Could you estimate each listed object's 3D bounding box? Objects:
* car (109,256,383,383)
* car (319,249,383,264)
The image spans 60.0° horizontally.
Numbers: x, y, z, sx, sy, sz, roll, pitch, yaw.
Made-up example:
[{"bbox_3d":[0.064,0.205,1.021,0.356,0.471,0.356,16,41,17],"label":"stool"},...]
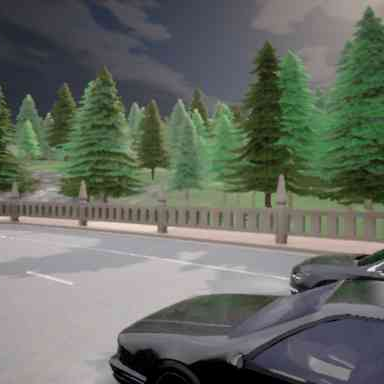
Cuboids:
[{"bbox_3d":[1.723,1.547,2.762,5.357,1.411,2.033,0,0,35],"label":"car"},{"bbox_3d":[4.094,1.506,5.371,4.892,1.490,1.837,0,0,35],"label":"car"}]
